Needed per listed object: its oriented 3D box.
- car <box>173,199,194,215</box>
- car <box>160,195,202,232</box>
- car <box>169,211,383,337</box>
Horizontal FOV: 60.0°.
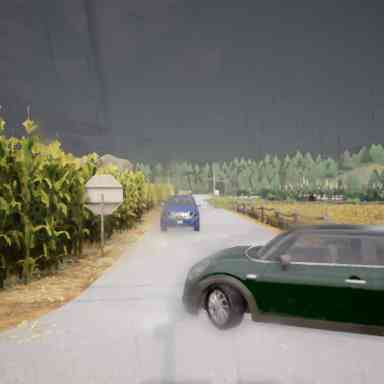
[{"bbox_3d":[-0.851,1.547,35.006,2.033,1.411,5.357,0,0,0],"label":"car"},{"bbox_3d":[-0.668,1.222,20.312,2.150,2.045,5.566,0,0,-1],"label":"car"},{"bbox_3d":[2.143,1.351,5.884,4.553,1.767,2.097,0,0,19],"label":"car"}]
